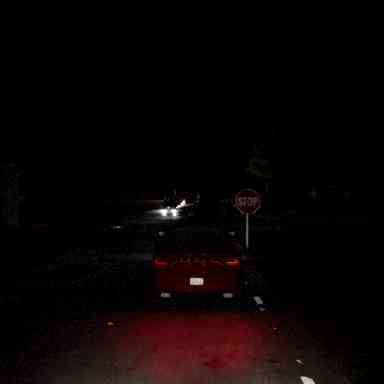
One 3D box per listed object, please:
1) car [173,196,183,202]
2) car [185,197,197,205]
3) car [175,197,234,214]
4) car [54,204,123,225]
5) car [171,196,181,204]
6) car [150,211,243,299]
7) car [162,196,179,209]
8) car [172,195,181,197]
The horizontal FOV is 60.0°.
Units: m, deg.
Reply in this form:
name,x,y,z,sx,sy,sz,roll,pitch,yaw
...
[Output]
name,x,y,z,sx,sy,sz,roll,pitch,yaw
car,-3.176,1.615,76.100,1.994,1.385,4.181,0,0,0
car,-0.196,1.592,59.738,1.994,1.385,4.181,0,0,-1
car,1.214,1.446,28.885,4.892,1.490,1.837,-1,0,0
car,-7.734,1.607,25.151,5.008,1.535,1.882,-2,0,0
car,-3.102,1.518,66.262,1.882,1.535,5.008,0,0,0
car,0.121,1.475,8.524,1.882,1.535,5.008,0,0,1
car,-2.992,1.612,45.374,1.895,1.301,4.718,0,0,-1
car,-3.070,1.375,56.426,2.097,1.767,4.553,0,0,0
